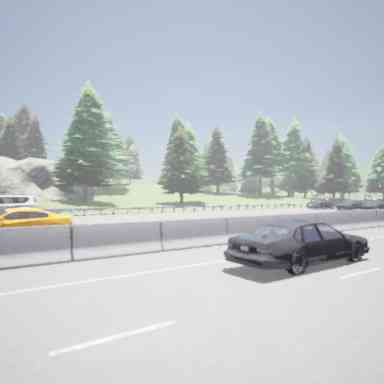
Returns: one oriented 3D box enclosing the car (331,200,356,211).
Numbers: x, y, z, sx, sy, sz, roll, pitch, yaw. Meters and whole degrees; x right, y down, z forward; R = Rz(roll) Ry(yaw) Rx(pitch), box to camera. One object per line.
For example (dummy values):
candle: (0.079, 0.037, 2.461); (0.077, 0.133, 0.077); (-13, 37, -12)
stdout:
car: (21.741, 1.789, 45.245); (5.357, 1.411, 2.033); (0, 0, -35)

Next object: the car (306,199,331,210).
car: (18.215, 1.721, 47.037); (4.902, 1.511, 2.128); (0, 0, -35)

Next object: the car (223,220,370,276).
car: (3.471, 1.596, 10.523); (5.357, 1.411, 2.033); (0, 0, -36)

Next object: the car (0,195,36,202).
car: (-14.059, 1.236, 24.057); (5.566, 2.045, 2.150); (0, 0, -36)

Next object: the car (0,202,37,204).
car: (-9.865, 1.520, 18.452); (4.892, 1.490, 1.837); (0, 0, -35)

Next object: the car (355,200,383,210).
car: (23.430, 1.786, 42.183); (5.357, 1.411, 2.033); (0, 0, -35)

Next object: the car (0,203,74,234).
car: (-8.105, 1.490, 15.409); (5.008, 1.535, 1.882); (0, 0, -35)
